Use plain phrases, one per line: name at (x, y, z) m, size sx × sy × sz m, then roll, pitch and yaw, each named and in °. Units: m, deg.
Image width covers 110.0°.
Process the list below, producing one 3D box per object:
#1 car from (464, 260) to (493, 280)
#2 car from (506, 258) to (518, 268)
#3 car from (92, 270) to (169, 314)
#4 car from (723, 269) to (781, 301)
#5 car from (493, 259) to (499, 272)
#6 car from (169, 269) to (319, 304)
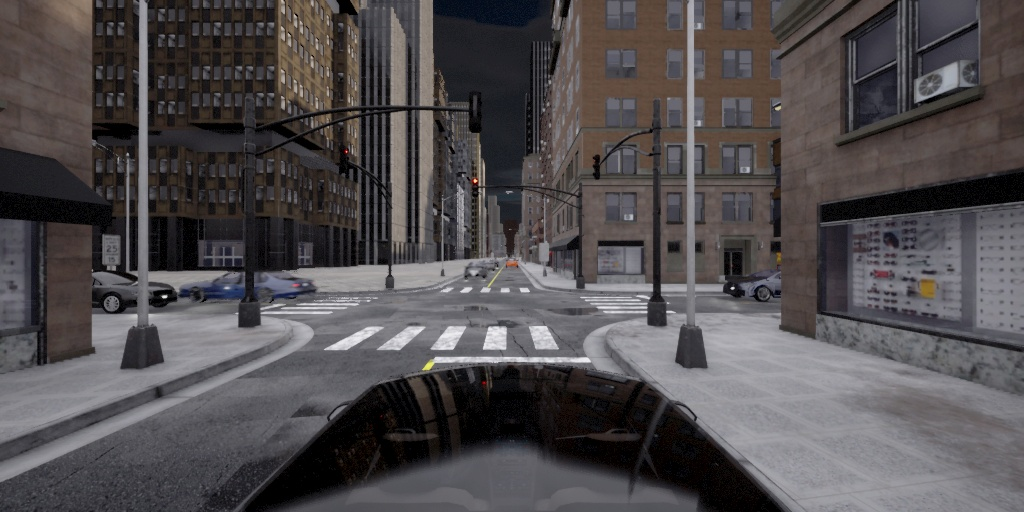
car at (-3.155, 1.243, 31.950) m, size 2.128 × 1.511 × 4.902 m, roll 0°, pitch 0°, yaw 0°
car at (-0.015, 1.101, 61.649) m, size 2.097 × 1.767 × 4.553 m, roll 0°, pitch 0°, yaw 0°
car at (-15.257, 1.259, 13.222) m, size 4.892 × 1.490 × 1.837 m, roll 0°, pitch 0°, yaw 0°
car at (12.222, 1.313, 16.654) m, size 4.181 × 1.385 × 1.994 m, roll 0°, pitch 0°, yaw -1°
car at (-3.179, 1.243, 47.380) m, size 2.128 × 1.511 × 4.902 m, roll 0°, pitch 0°, yaw 0°
car at (-11.556, 1.304, 15.889) m, size 5.357 × 1.411 × 2.033 m, roll 0°, pitch 0°, yaw 3°
